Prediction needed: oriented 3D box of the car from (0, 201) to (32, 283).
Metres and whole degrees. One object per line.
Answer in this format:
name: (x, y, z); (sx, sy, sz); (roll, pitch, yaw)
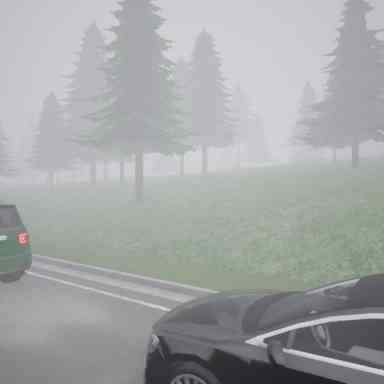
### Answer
car: (-6.324, 1.221, 8.468); (5.566, 2.045, 2.150); (0, 0, 36)

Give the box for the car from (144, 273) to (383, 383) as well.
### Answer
car: (1.739, 1.491, 2.752); (4.902, 1.511, 2.128); (0, 0, 36)
